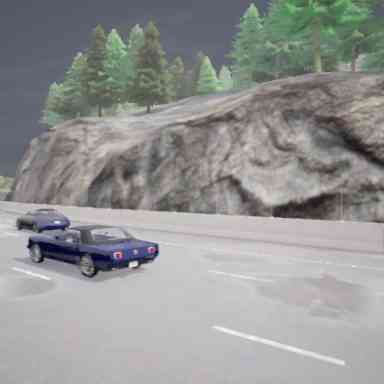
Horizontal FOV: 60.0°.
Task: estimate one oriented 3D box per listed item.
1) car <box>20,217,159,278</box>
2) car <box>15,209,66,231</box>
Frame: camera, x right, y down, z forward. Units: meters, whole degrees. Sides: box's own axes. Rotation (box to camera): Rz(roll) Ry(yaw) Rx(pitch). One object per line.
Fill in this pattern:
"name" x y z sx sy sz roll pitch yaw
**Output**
"car" -3.325 1.696 10.535 4.718 1.301 1.895 0 -1 39
"car" -9.244 1.721 20.487 4.181 1.385 1.994 0 -1 42
